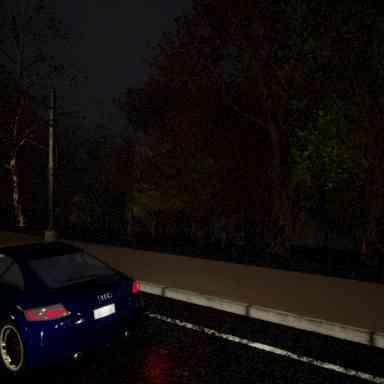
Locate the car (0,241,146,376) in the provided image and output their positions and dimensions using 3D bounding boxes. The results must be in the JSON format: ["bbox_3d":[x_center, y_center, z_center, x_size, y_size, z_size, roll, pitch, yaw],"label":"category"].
[{"bbox_3d":[-2.775,1.563,5.647,4.181,1.385,1.994,0,0,37],"label":"car"}]
